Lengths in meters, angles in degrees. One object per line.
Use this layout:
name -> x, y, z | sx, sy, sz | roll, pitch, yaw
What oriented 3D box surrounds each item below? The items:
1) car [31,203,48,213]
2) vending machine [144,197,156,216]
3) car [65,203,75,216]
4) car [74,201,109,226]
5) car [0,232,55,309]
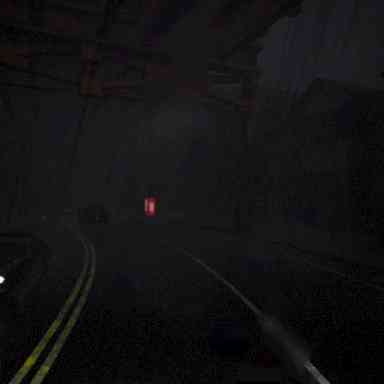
car -> -21.511, 2.193, 46.919 | 1.994, 1.385, 4.181 | 0, -1, -25
vending machine -> -4.629, 1.597, 36.807 | 1.100, 2.100, 0.880 | 1, 0, -25
car -> -14.015, 2.048, 39.632 | 2.033, 1.411, 5.357 | 0, -1, -25
car -> -7.945, 1.802, 26.584 | 1.882, 1.535, 5.008 | 0, 0, -25
car -> -4.669, 1.709, 7.993 | 1.895, 1.301, 4.718 | 0, -1, -13
